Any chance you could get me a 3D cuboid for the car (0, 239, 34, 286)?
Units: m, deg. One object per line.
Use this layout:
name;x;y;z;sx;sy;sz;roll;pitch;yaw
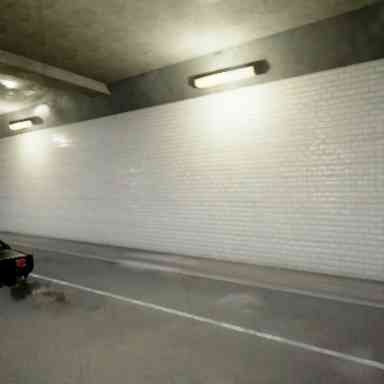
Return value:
car;-6.056;1.646;8.312;4.718;1.301;1.895;0;0;35
